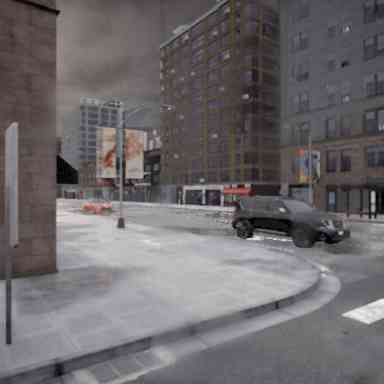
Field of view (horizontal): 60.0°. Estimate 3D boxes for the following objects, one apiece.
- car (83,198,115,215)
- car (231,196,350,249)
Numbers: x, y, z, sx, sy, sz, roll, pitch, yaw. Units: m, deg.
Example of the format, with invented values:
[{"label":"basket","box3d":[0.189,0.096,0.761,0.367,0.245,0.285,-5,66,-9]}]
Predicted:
[{"label":"car","box3d":[-9.761,1.410,34.779,2.097,1.767,4.553,0,0,-35]},{"label":"car","box3d":[4.171,1.237,15.146,2.150,2.045,5.566,0,0,-35]}]
